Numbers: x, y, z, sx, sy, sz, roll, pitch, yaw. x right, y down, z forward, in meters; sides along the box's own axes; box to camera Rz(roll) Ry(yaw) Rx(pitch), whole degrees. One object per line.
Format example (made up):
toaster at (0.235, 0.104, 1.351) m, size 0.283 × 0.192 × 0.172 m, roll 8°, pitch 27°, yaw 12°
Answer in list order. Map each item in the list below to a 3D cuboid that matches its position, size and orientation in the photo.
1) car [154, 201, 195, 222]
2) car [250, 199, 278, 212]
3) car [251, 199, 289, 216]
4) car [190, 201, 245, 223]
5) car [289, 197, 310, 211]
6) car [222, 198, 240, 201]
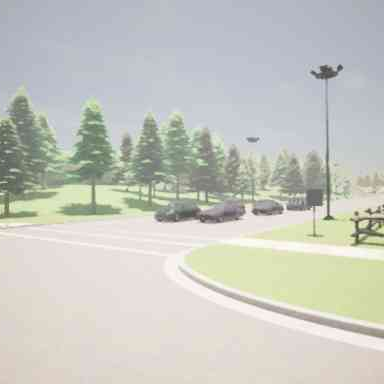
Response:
car at (-1.197, 1.559, 28.440) m, size 2.097 × 1.767 × 4.553 m, roll -1°, pitch 0°, yaw 35°
car at (9.568, 1.712, 43.736) m, size 1.837 × 1.490 × 4.892 m, roll -1°, pitch 0°, yaw 35°
car at (8.215, 1.712, 35.739) m, size 2.033 × 1.411 × 5.357 m, roll -1°, pitch 0°, yaw 35°
car at (2.424, 1.712, 27.503) m, size 2.033 × 1.411 × 5.357 m, roll -1°, pitch 0°, yaw 35°
car at (14.077, 1.517, 44.055) m, size 2.097 × 1.767 × 4.553 m, roll -1°, pitch 0°, yaw 35°
car at (3.898, 1.559, 35.686) m, size 2.097 × 1.767 × 4.553 m, roll -1°, pitch 0°, yaw 35°
